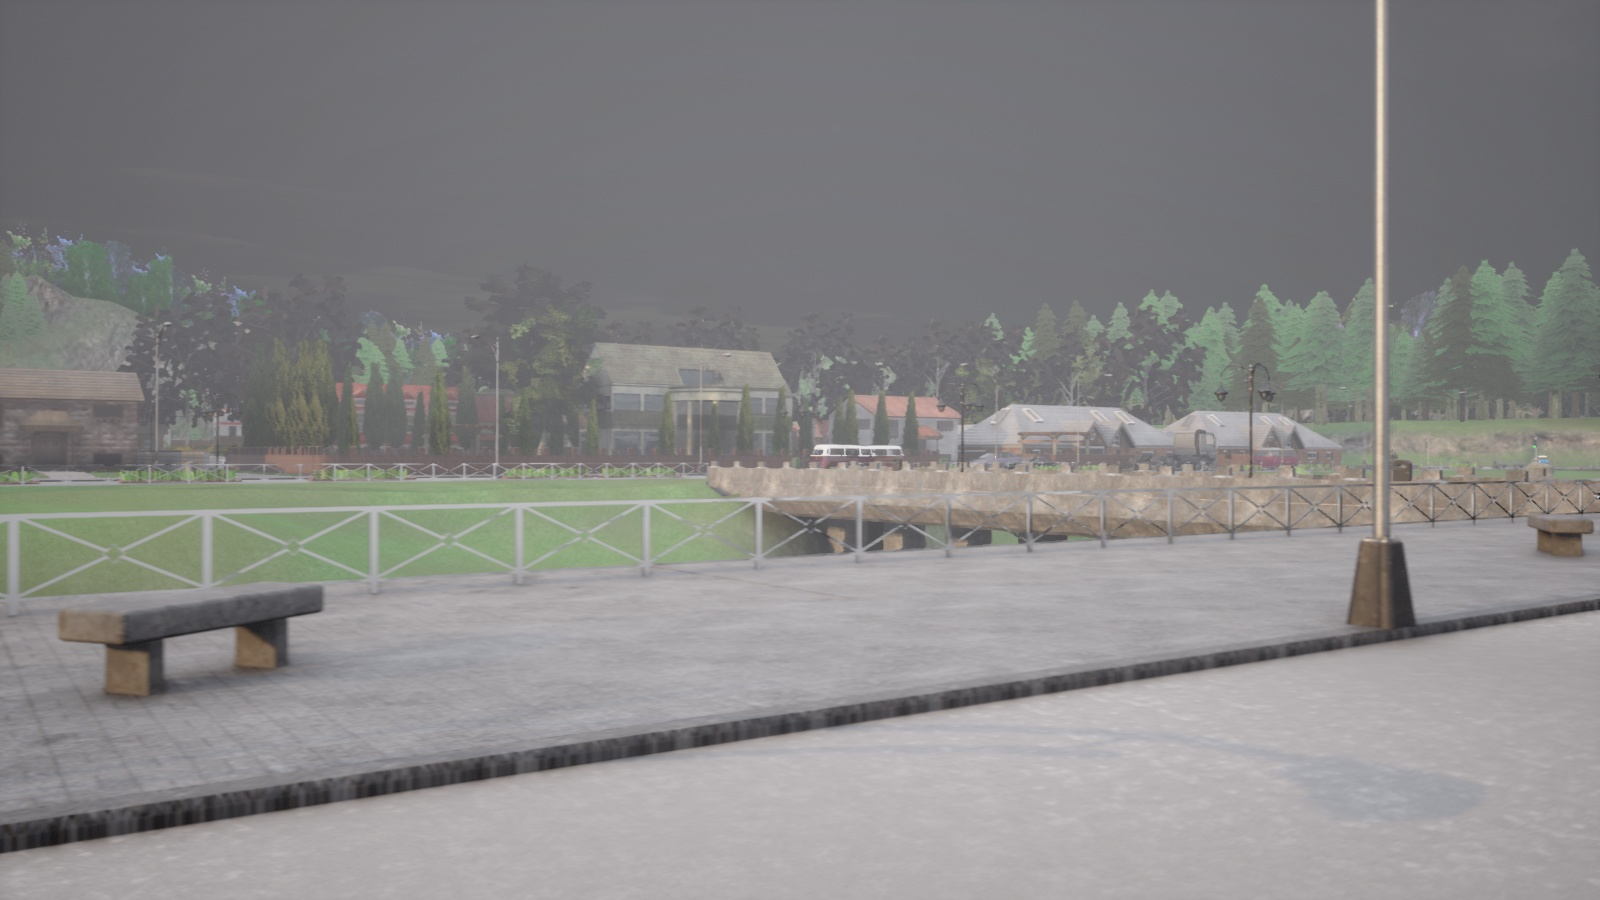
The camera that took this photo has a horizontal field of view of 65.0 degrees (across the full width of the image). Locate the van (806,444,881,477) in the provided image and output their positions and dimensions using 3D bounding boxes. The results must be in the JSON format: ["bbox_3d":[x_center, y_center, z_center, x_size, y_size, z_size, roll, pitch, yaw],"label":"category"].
[{"bbox_3d":[2.822,0.662,81.388,4.480,2.038,2.069,0,0,-35],"label":"van"}]

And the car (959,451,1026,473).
[{"bbox_3d":[14.480,0.876,94.372,4.856,1.649,2.033,0,0,-35],"label":"car"}]

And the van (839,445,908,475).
[{"bbox_3d":[5.157,0.673,87.886,4.480,2.038,2.069,0,0,-35],"label":"van"}]

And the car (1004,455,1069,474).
[{"bbox_3d":[17.257,1.033,91.430,4.718,1.301,1.895,0,0,-35],"label":"car"}]
